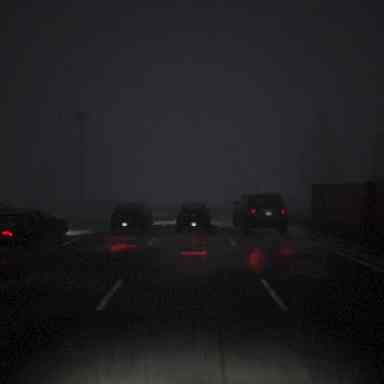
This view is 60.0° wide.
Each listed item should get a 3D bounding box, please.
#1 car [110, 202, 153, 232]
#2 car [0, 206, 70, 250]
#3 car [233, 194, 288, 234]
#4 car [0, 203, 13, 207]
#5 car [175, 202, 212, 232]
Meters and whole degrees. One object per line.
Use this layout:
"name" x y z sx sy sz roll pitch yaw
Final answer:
"car" -3.407 1.371 19.218 1.837 1.490 4.892 0 0 0
"car" -6.905 1.451 13.839 2.033 1.411 5.357 0 0 0
"car" 3.594 1.094 18.253 2.150 2.045 5.566 0 0 0
"car" -11.180 1.359 19.103 2.128 1.511 4.902 0 0 -9
"car" 0.093 1.371 19.239 1.837 1.490 4.892 0 0 0
